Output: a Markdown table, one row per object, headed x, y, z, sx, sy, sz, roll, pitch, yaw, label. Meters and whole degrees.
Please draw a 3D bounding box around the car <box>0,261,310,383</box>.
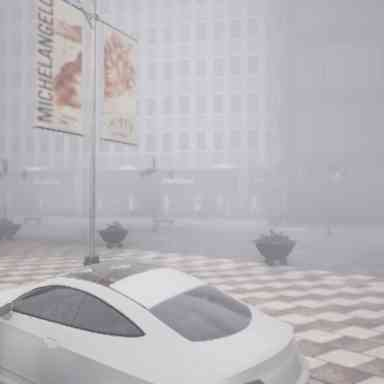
| x | y | z | sx | sy | sz | roll | pitch | yaw | label |
| --- | --- | --- | --- | --- | --- | --- | --- | --- | --- |
| -1.060 | 1.592 | 3.984 | 4.674 | 1.442 | 1.812 | 0 | -1 | 34 | car |
